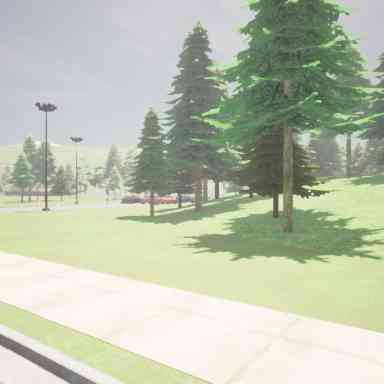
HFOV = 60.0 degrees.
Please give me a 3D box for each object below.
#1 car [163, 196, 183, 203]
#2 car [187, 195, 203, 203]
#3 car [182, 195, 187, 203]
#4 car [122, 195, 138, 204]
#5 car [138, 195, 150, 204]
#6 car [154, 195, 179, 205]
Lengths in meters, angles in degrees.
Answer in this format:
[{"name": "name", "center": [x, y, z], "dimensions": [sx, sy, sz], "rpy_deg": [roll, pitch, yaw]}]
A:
[{"name": "car", "center": [-4.092, 1.554, 71.889], "dimensions": [1.994, 1.385, 4.181], "rpy_deg": [0, 0, 36]}, {"name": "car", "center": [1.508, 1.564, 67.708], "dimensions": [1.994, 1.385, 4.181], "rpy_deg": [0, 0, 36]}, {"name": "car", "center": [-1.579, 1.352, 69.418], "dimensions": [2.097, 1.767, 4.553], "rpy_deg": [0, 0, 36]}, {"name": "car", "center": [-10.905, 1.351, 62.455], "dimensions": [2.097, 1.767, 4.553], "rpy_deg": [0, 0, 37]}, {"name": "car", "center": [-7.229, 1.352, 61.621], "dimensions": [2.097, 1.767, 4.553], "rpy_deg": [0, 0, 37]}, {"name": "car", "center": [-4.528, 1.352, 59.385], "dimensions": [2.097, 1.767, 4.553], "rpy_deg": [0, 0, 37]}]
